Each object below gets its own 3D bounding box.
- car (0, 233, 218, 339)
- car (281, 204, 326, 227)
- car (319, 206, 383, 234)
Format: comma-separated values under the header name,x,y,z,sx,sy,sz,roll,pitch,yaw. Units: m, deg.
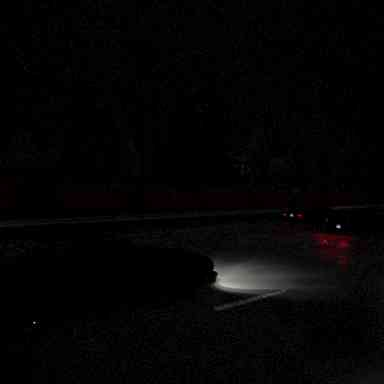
name,x,y,z,sx,sy,sz,roll,pitch,yaw
car,-2.048,1.547,6.593,5.357,1.411,2.033,0,0,-36
car,8.464,1.547,22.860,5.357,1.411,2.033,0,0,-35
car,9.803,1.600,19.506,4.718,1.301,1.895,0,0,-36
